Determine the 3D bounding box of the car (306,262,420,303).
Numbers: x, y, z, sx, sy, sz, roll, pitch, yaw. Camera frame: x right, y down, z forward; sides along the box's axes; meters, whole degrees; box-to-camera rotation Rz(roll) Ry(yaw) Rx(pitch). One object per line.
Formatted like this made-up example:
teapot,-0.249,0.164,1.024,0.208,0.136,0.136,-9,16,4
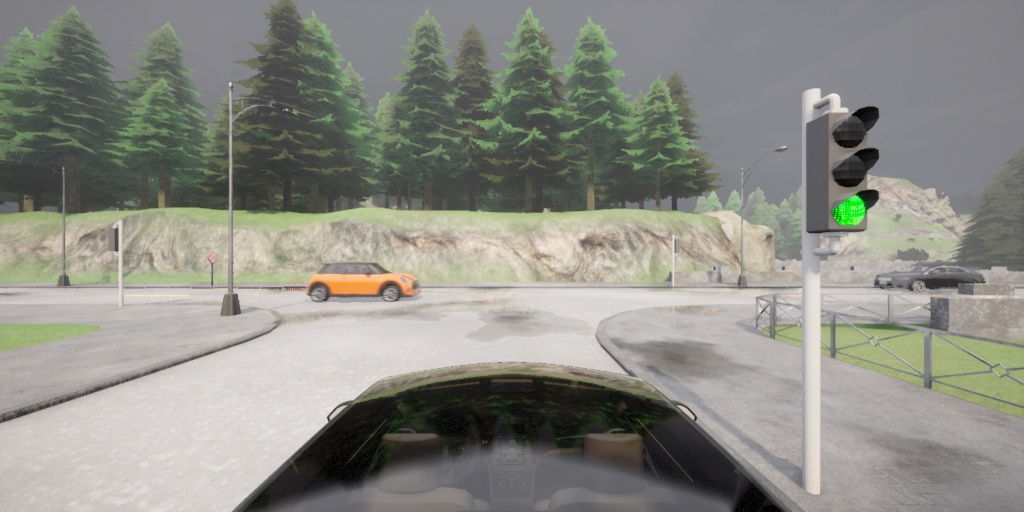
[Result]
car,-6.495,1.045,16.032,4.553,1.767,2.097,0,0,0

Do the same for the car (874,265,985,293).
car,23.310,1.239,20.150,4.902,1.511,2.128,0,0,0
